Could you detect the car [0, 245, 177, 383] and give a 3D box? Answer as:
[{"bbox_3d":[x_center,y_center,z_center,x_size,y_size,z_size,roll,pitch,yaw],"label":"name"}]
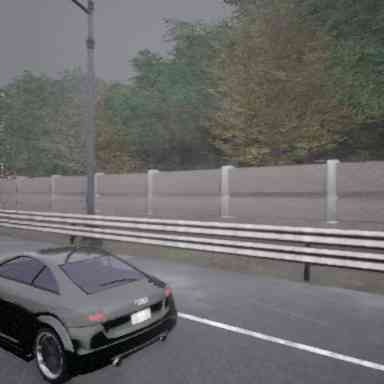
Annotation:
[{"bbox_3d":[-2.289,1.598,5.508,4.181,1.385,1.994,0,0,36],"label":"car"}]
